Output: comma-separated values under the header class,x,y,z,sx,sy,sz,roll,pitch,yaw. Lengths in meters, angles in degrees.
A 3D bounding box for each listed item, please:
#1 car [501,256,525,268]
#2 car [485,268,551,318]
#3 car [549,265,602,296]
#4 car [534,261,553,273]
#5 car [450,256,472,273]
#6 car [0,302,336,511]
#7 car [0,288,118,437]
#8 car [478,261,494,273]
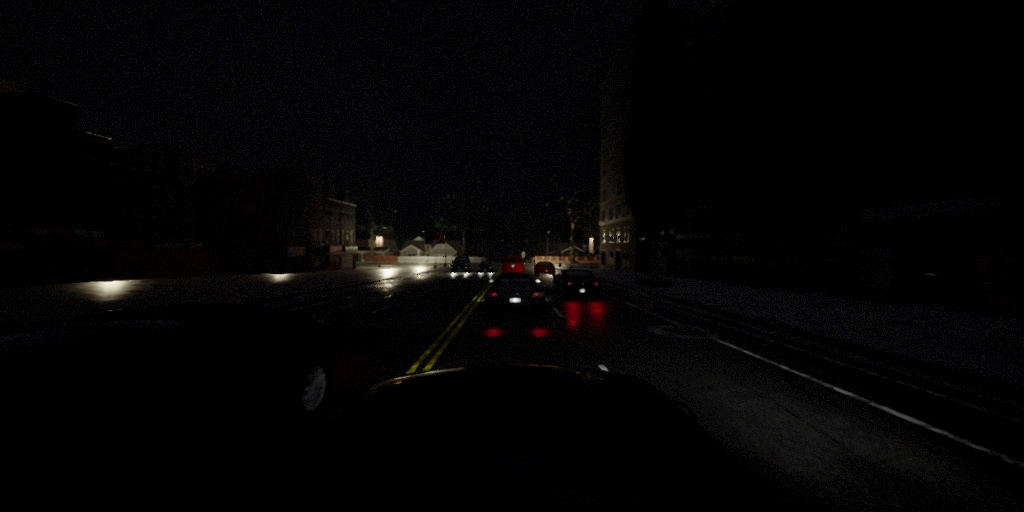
class,x,y,z,sx,sy,sz,roll,pitch,yaw
car,0.095,1.013,34.943,2.150,2.045,5.566,0,0,0
car,0.098,1.314,12.926,1.994,1.385,4.181,0,0,0
car,3.346,1.356,19.243,1.895,1.301,4.718,0,0,0
car,3.346,1.278,37.256,1.882,1.535,5.008,0,0,0
car,-6.583,1.066,46.897,2.150,2.045,5.566,0,-1,0
car,-3.349,1.255,3.064,1.837,1.490,4.892,0,0,0
car,-6.599,1.228,2.644,1.882,1.535,5.008,0,0,0
car,-3.335,1.389,46.817,2.033,1.411,5.357,0,0,0
